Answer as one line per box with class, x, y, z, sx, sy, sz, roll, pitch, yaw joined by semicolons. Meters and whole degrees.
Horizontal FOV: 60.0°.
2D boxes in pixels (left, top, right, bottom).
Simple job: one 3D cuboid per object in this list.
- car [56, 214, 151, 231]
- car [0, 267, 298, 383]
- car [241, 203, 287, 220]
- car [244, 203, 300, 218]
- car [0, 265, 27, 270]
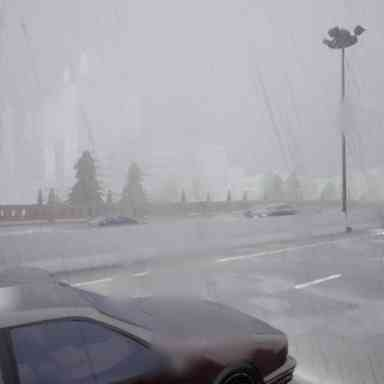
car;-3.725;1.670;14.381;4.181;1.385;1.994;0;0;-37
car;-1.466;1.571;2.789;5.357;1.411;2.033;0;0;-36
car;6.858;1.754;31.345;4.181;1.385;1.994;0;0;-38
car;6.777;1.665;26.867;4.892;1.490;1.837;0;-1;-38
car;-4.689;1.593;4.780;5.357;1.411;2.033;0;0;-35
